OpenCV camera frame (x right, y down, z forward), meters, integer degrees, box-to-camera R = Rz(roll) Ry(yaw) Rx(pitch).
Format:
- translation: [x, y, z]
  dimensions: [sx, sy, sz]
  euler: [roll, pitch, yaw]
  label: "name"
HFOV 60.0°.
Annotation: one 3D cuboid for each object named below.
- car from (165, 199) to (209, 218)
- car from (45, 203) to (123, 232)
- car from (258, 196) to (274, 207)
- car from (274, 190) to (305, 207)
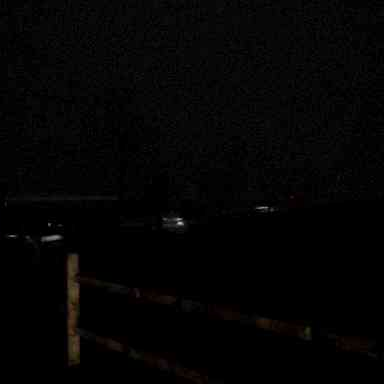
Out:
- translation: [-0.341, 1.361, 28.648]
  dimensions: [1.837, 1.490, 4.892]
  euler: [-2, -1, 35]
  label: "car"
- translation: [-6.358, 1.466, 19.977]
  dimensions: [1.837, 1.490, 4.892]
  euler: [-2, 0, 35]
  label: "car"
- translation: [10.706, 1.215, 44.484]
  dimensions: [2.033, 1.411, 5.357]
  euler: [-2, -1, 35]
  label: "car"
- translation: [12.948, 0.815, 42.632]
  dimensions: [2.150, 2.045, 5.566]
  euler: [-2, -1, 35]
  label: "car"
